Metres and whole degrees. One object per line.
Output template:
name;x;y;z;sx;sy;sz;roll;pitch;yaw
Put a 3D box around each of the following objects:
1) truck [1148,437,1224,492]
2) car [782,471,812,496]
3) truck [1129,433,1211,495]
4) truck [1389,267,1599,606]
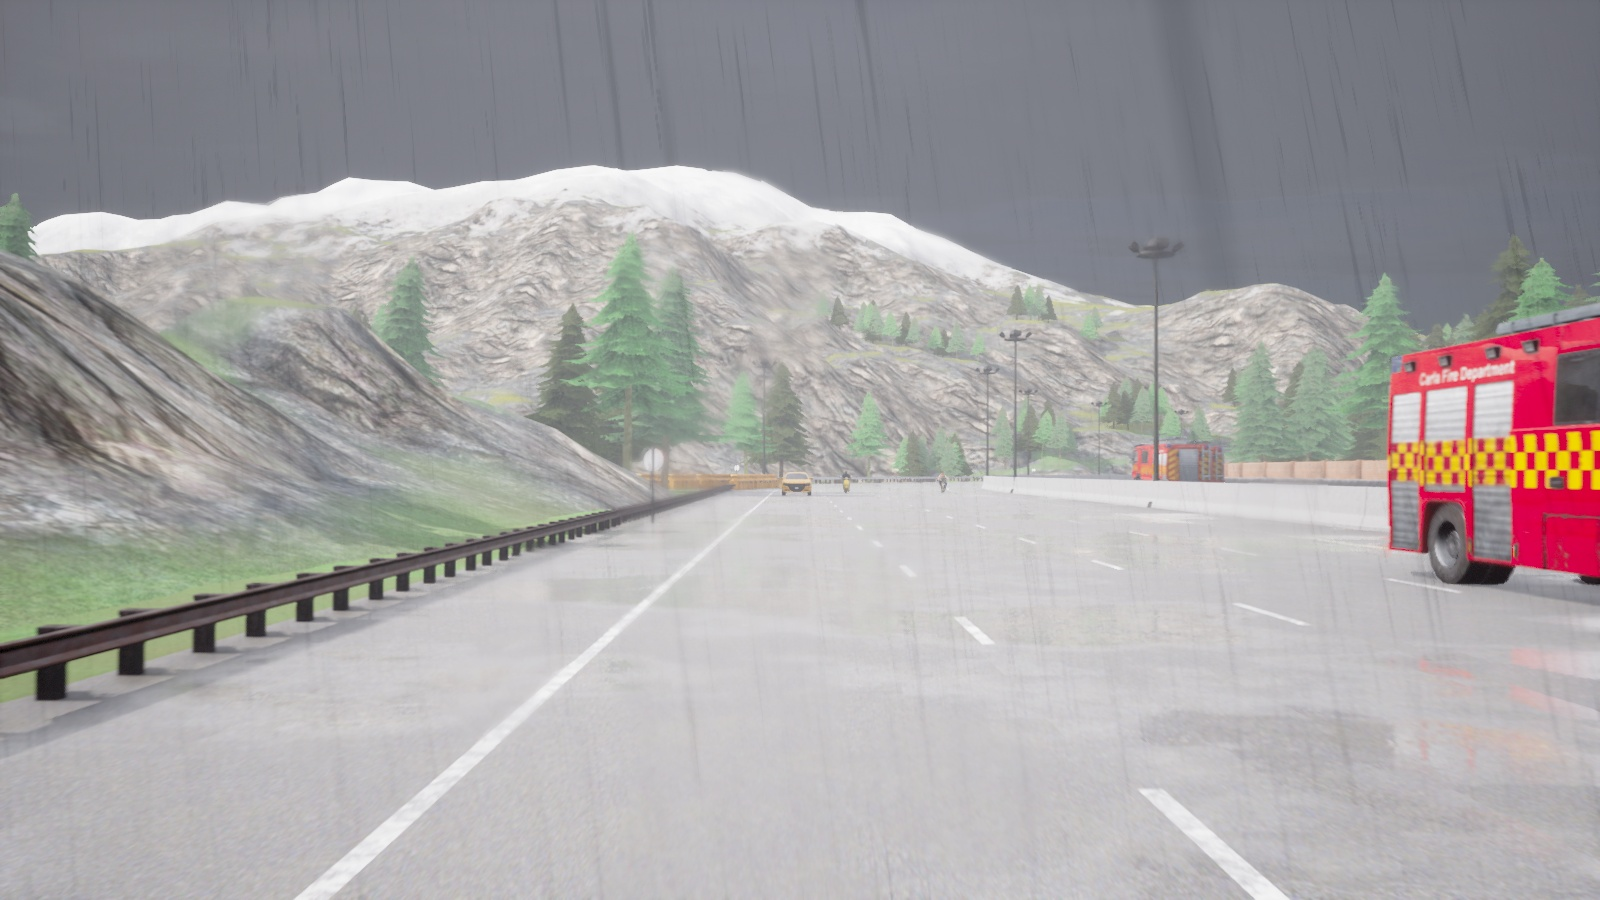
truck;27.778;1.059;90.820;2.891;3.827;8.468;0;-1;0
car;-0.195;2.143;80.640;1.882;1.535;5.008;0;-1;0
truck;24.295;0.941;82.921;2.891;3.827;8.468;0;-1;0
truck;10.459;-0.142;14.928;2.891;3.827;8.468;0;-1;0
